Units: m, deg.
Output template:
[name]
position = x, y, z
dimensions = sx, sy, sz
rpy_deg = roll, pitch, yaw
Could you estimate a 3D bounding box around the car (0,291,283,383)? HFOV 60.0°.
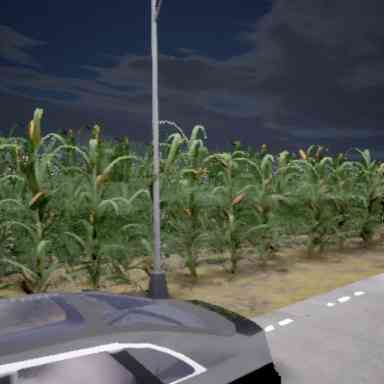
[car]
position = -1.528, 1.557, 1.973
dimensions = 4.902, 1.511, 2.128
rpy_deg = 0, -1, -36
